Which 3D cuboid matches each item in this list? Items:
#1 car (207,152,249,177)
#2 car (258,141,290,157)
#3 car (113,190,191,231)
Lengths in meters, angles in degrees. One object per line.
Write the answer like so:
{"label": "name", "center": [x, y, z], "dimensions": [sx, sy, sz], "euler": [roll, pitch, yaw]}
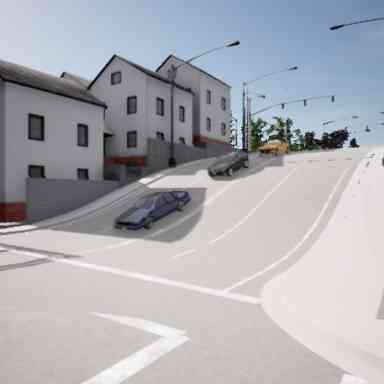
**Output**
{"label": "car", "center": [2.930, -2.321, 26.745], "dimensions": [1.837, 1.490, 4.892], "euler": [0, 17, 34]}
{"label": "car", "center": [8.626, -4.617, 34.853], "dimensions": [1.882, 1.535, 5.008], "euler": [0, 9, 36]}
{"label": "car", "center": [-2.155, 0.838, 19.331], "dimensions": [2.033, 1.411, 5.357], "euler": [0, 16, 34]}
